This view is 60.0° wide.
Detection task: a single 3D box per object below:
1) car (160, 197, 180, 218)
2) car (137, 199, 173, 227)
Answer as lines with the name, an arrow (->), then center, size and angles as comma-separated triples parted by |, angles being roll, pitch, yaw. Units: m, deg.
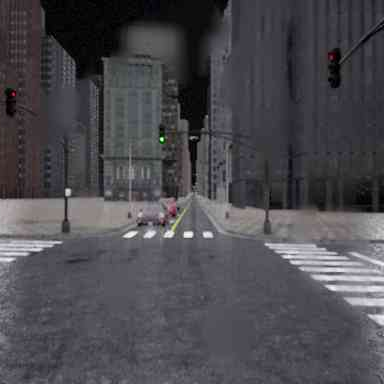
car -> -2.819, 1.698, 36.836 | 2.150, 2.045, 5.566 | 0, -1, 1
car -> -2.922, 1.686, 25.850 | 2.097, 1.767, 4.553 | 0, -1, 1
